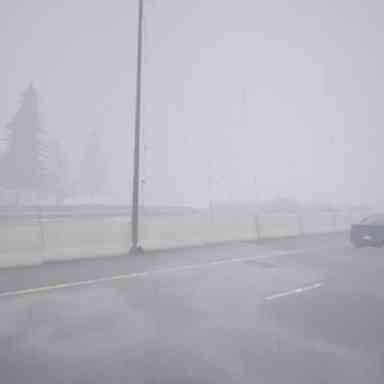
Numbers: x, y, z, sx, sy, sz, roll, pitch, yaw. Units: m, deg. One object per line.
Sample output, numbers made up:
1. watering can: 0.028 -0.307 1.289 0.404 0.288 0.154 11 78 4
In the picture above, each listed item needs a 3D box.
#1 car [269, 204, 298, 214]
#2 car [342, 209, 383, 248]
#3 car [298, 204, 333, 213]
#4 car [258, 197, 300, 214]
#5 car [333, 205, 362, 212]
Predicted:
1. car: 10.969 1.954 37.930 5.357 1.411 2.033 1 -1 -36
2. car: 8.939 1.680 14.591 5.008 1.535 1.882 1 0 -36
3. car: 13.909 1.944 35.737 4.674 1.442 1.812 1 -1 -36
4. car: 11.148 1.666 42.381 5.566 2.045 2.150 1 -1 -36
5. car: 16.504 1.989 33.295 4.181 1.385 1.994 1 -1 -36
